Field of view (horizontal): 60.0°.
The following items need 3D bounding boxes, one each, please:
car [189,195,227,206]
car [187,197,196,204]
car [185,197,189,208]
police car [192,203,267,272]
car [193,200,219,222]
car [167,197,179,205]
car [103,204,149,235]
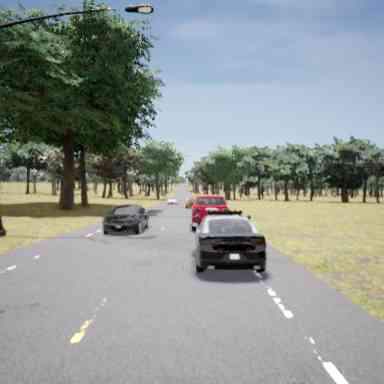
[{"bbox_3d":[1.054,1.181,20.695,2.150,2.045,5.566,0,0,0],"label":"car"},{"bbox_3d":[-0.066,1.669,65.883,1.812,1.442,4.674,0,0,0],"label":"car"},{"bbox_3d":[0.031,1.530,48.596,1.882,1.535,5.008,0,-1,0],"label":"car"},{"bbox_3d":[1.052,1.387,10.771,1.930,1.638,5.238,0,0,0],"label":"police car"},{"bbox_3d":[1.054,1.447,26.668,1.882,1.535,5.008,0,0,0],"label":"car"},{"bbox_3d":[-3.582,1.640,60.851,1.812,1.442,4.674,0,0,0],"label":"car"},{"bbox_3d":[-3.596,1.433,18.786,1.882,1.535,5.008,0,0,0],"label":"car"}]
